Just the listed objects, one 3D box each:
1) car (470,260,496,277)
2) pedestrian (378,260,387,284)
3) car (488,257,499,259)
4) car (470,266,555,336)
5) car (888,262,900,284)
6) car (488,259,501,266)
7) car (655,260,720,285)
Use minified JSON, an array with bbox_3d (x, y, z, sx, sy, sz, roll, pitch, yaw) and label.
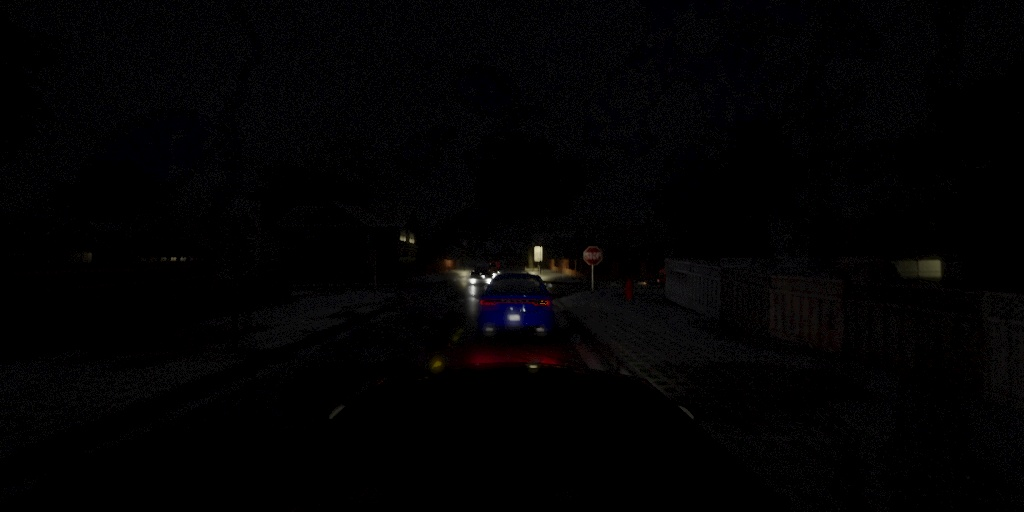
[{"bbox_3d":[-2.824,1.350,34.680,1.812,1.442,4.674,0,0,0],"label":"car"},{"bbox_3d":[-9.651,1.176,26.591,0.375,1.860,0.375,0,-1,1],"label":"pedestrian"},{"bbox_3d":[-2.924,1.216,57.276,2.150,2.045,5.566,0,0,-2],"label":"car"},{"bbox_3d":[0.176,1.233,10.472,1.882,1.535,5.008,0,0,3],"label":"car"},{"bbox_3d":[21.996,0.879,23.240,4.553,1.767,2.097,-1,-2,1],"label":"car"},{"bbox_3d":[-2.818,1.453,45.127,1.994,1.385,4.181,0,0,0],"label":"car"},{"bbox_3d":[11.784,1.006,23.382,4.553,1.767,2.097,-1,-2,1],"label":"car"}]
